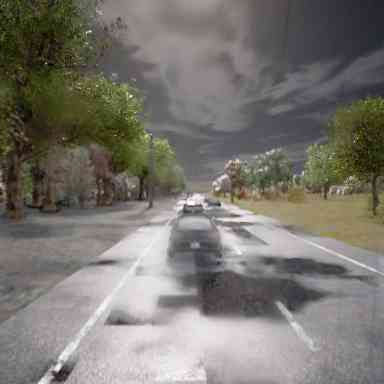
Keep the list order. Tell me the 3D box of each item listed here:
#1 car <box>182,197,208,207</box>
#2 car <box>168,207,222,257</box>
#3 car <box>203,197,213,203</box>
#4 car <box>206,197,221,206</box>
[{"bbox_3d":[0.110,1.527,32.015,2.128,1.511,4.902,0,0,0],"label":"car"},{"bbox_3d":[0.104,1.540,12.868,1.812,1.442,4.674,0,0,0],"label":"car"},{"bbox_3d":[3.529,1.680,72.937,1.895,1.301,4.718,0,0,0],"label":"car"},{"bbox_3d":[3.622,1.627,54.928,1.994,1.385,4.181,0,0,0],"label":"car"}]
